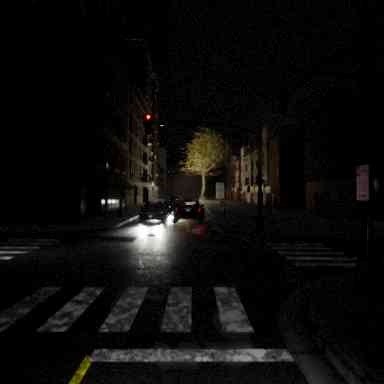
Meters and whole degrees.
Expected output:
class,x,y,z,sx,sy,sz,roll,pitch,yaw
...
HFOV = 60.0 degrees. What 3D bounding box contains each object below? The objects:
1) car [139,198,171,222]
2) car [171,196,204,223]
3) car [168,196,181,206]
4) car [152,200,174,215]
class,x,y,z,sx,sy,sz,roll,pitch,yaw
car,-2.905,1.457,25.744,2.128,1.511,4.902,0,0,0
car,-0.163,1.317,25.516,2.097,1.767,4.553,0,0,3
car,-2.877,1.435,54.464,1.837,1.490,4.892,0,0,0
car,-2.929,1.552,34.955,1.895,1.301,4.718,0,0,0
